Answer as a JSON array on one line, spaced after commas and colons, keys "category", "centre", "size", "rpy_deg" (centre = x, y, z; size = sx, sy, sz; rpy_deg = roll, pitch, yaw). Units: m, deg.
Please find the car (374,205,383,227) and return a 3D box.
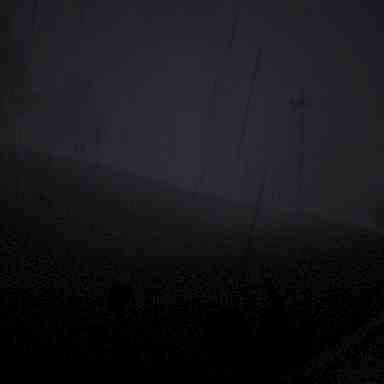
[{"category": "car", "centre": [14.219, 1.474, 22.069], "size": [2.150, 2.045, 5.566], "rpy_deg": [0, 0, 7]}]
